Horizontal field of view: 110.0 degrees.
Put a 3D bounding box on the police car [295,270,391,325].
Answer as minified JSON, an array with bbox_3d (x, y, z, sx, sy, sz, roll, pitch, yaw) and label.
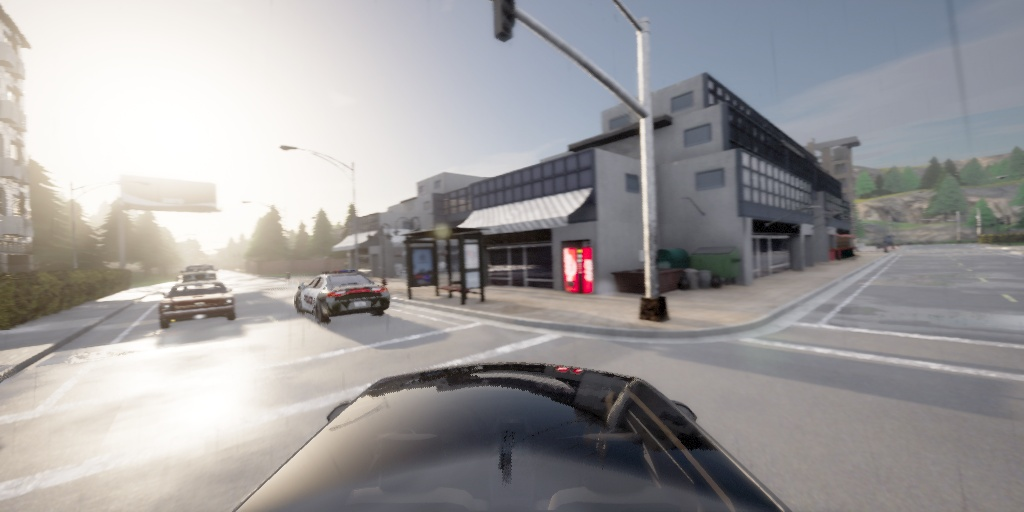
[{"bbox_3d":[-6.063,1.300,12.422,2.038,1.542,4.974,-3,0,-41],"label":"police car"}]

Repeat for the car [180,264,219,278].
[{"bbox_3d":[-26.058,1.690,30.004,2.150,2.045,5.566,-3,0,-40],"label":"car"}]

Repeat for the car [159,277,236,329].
[{"bbox_3d":[-11.033,1.590,12.658,1.895,1.301,4.718,-3,1,-41],"label":"car"}]
